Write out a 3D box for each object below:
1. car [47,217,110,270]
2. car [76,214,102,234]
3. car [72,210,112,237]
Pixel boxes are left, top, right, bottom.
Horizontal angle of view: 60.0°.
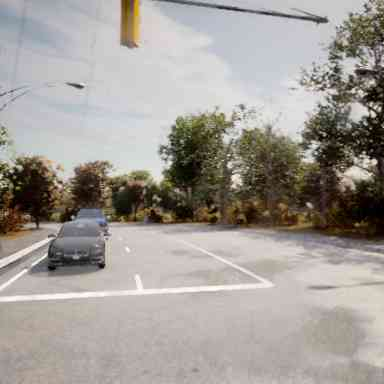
[{"bbox_3d":[-4.248,1.915,12.758,1.837,1.490,4.892,1,-3,-15],"label":"car"},{"bbox_3d":[-9.989,3.060,31.963,2.097,1.767,4.553,1,-5,-21],"label":"car"},{"bbox_3d":[-6.782,2.189,22.351,2.150,2.045,5.566,1,-4,-16],"label":"car"}]
